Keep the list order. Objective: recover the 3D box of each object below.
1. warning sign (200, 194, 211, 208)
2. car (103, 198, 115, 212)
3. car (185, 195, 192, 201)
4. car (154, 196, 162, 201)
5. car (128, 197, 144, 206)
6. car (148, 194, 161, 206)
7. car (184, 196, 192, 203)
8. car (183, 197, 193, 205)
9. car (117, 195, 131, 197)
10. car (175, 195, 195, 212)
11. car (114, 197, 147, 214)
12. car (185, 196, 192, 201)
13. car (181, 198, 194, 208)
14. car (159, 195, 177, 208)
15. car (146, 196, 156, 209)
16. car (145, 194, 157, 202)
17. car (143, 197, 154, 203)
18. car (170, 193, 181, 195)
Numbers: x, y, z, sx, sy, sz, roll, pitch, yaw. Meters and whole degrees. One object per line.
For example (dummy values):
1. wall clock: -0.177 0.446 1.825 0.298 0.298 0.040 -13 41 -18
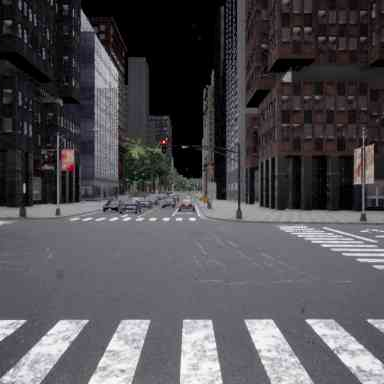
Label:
1. warning sign: 1.689 1.131 42.679 1.300 1.860 1.060 0 0 0
2. car: -9.124 1.574 38.944 1.947 1.339 4.313 0 0 0
3. car: -0.905 1.574 87.819 1.967 1.590 4.097 0 0 0
4. car: -9.464 1.695 93.202 1.887 1.381 4.507 0 0 0
5. car: -9.225 1.570 55.051 1.752 1.417 4.829 0 0 0
6. car: -6.549 1.551 55.571 1.837 1.490 4.892 0 0 0
7. car: -0.804 1.612 71.714 1.752 1.417 4.829 0 0 0
8. car: -0.735 1.603 60.694 1.887 1.381 4.507 0 0 0
9. car: -9.159 1.335 44.370 2.192 1.841 5.009 0 0 0
10. car: -0.600 1.448 38.995 1.967 1.590 4.097 0 0 0
11. car: -6.446 1.548 35.423 2.033 1.411 5.357 0 0 -1
12. car: -0.940 1.695 93.243 1.887 1.381 4.507 0 0 0
13. car: -0.667 1.614 49.844 1.802 1.307 4.206 0 0 0
14. car: -3.316 1.579 49.497 2.033 1.411 5.357 0 0 0
15. car: -6.506 1.586 45.378 1.994 1.385 4.181 0 0 -1
16. car: -9.363 1.417 76.926 2.192 1.841 5.009 0 0 0
17. car: -9.328 1.668 71.499 1.802 1.307 4.206 0 0 0
18. car: -3.569 1.617 73.593 1.812 1.442 4.674 0 0 0
